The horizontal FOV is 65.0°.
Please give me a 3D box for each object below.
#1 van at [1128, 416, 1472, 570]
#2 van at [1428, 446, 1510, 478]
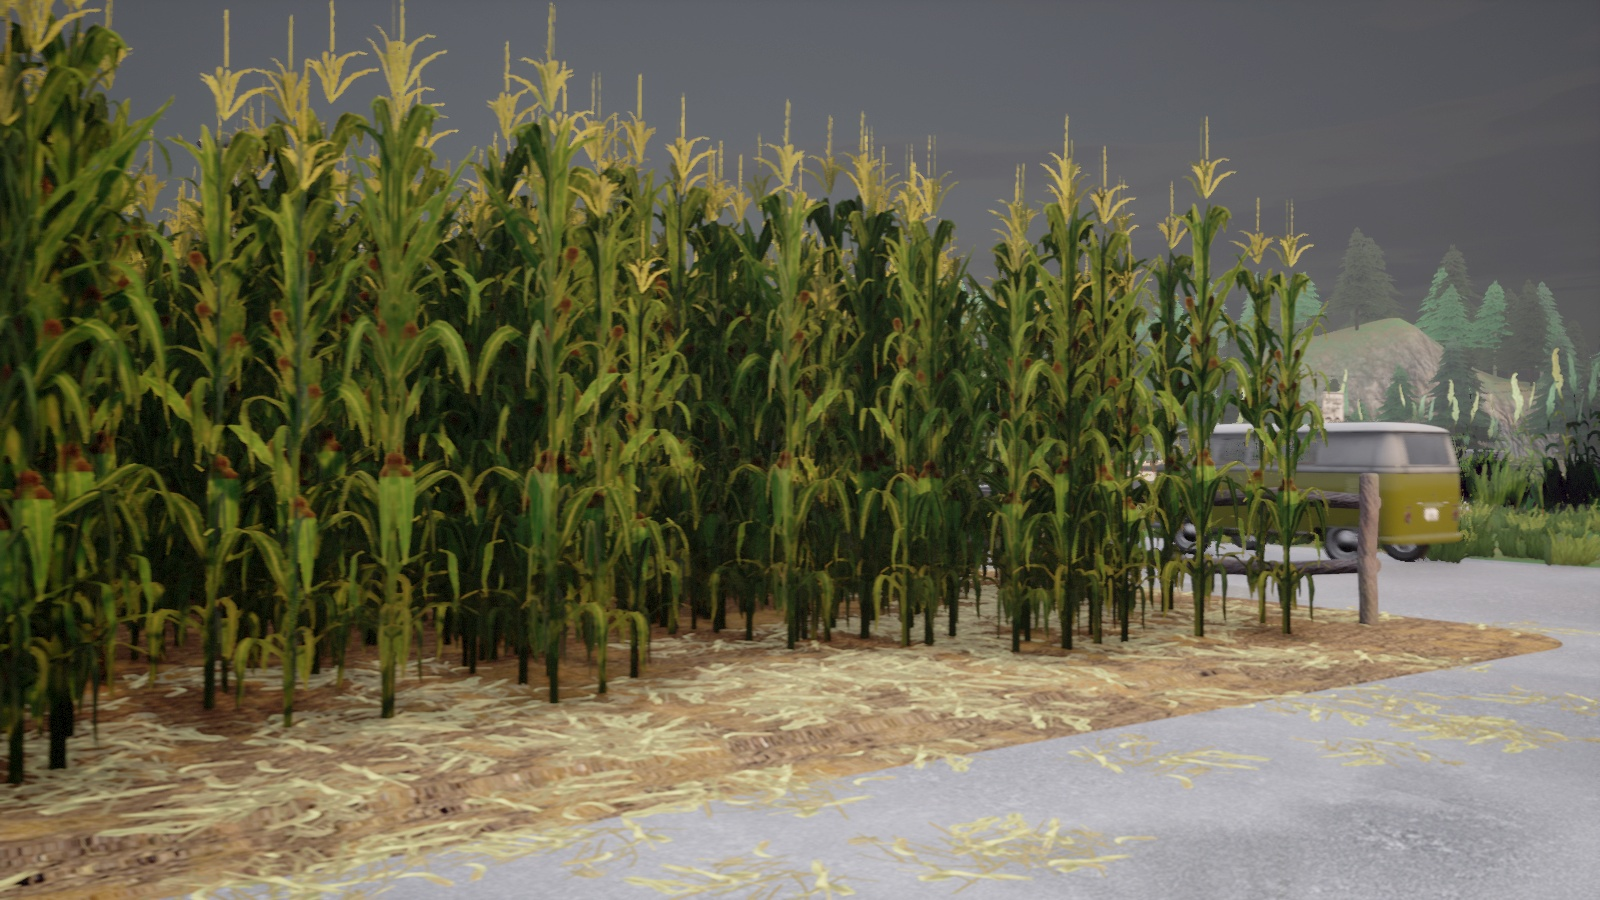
[{"bbox_3d":[7.173,0.560,18.463,1.775,1.987,4.442,0,0,-35],"label":"van"},{"bbox_3d":[43.596,0.770,81.893,1.775,1.987,4.442,0,0,-29],"label":"van"}]
